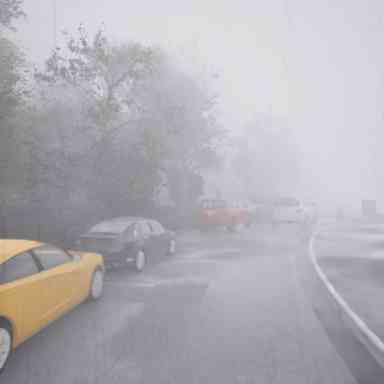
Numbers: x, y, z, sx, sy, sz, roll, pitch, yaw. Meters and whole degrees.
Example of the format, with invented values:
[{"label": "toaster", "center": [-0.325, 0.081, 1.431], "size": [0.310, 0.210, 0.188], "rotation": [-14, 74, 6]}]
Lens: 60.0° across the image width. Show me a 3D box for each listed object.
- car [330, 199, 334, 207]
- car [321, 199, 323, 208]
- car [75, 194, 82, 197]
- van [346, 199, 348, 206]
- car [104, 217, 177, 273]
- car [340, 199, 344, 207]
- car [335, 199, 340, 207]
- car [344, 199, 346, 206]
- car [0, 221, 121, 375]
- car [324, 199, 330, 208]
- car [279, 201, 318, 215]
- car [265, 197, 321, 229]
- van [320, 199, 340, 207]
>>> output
[{"label": "car", "center": [27.532, 2.749, 72.450], "size": [4.792, 1.488, 2.163], "rotation": [-1, -2, 14]}, {"label": "car", "center": [20.987, 2.240, 62.697], "size": [5.566, 2.045, 2.435], "rotation": [-1, -2, 14]}, {"label": "car", "center": [-22.324, 0.399, 63.719], "size": [4.718, 1.301, 1.895], "rotation": [3, 0, 36]}, {"label": "van", "center": [37.571, 2.859, 87.057], "size": [4.442, 1.987, 1.878], "rotation": [-1, -2, 14]}, {"label": "car", "center": [-1.974, 1.586, 11.181], "size": [2.231, 1.521, 4.892], "rotation": [0, -1, 16]}, {"label": "car", "center": [32.691, 2.889, 79.715], "size": [5.366, 1.575, 1.946], "rotation": [-1, -2, 14]}, {"label": "car", "center": [30.867, 2.836, 77.316], "size": [4.892, 1.521, 2.231], "rotation": [-1, -2, 14]}, {"label": "car", "center": [35.811, 3.061, 84.627], "size": [4.674, 1.452, 2.002], "rotation": [-1, -2, 14]}, {"label": "car", "center": [-3.115, 1.525, 5.556], "size": [2.097, 1.535, 5.008], "rotation": [0, 0, 7]}, {"label": "car", "center": [25.938, 2.535, 70.003], "size": [4.553, 1.767, 2.185], "rotation": [-1, -2, 14]}, {"label": "car", "center": [12.687, 1.882, 39.903], "size": [1.837, 1.490, 4.892], "rotation": [3, -2, -19]}, {"label": "car", "center": [7.128, 1.376, 23.030], "size": [2.150, 2.045, 5.566], "rotation": [-1, -1, 30]}, {"label": "van", "center": [34.043, 2.736, 82.229], "size": [4.442, 1.987, 1.878], "rotation": [-1, -2, 14]}]
